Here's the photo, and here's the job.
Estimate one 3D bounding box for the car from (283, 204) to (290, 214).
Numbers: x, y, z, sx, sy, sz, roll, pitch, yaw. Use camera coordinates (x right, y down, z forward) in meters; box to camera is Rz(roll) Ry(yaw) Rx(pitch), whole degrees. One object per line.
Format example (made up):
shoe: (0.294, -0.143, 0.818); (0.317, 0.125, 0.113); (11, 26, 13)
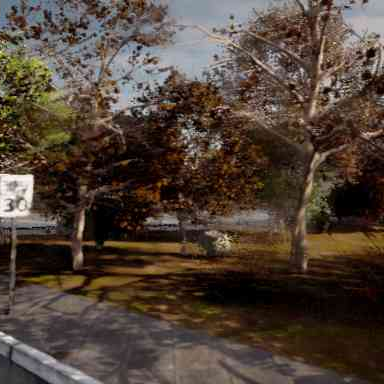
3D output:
car: (11.951, 2.171, 40.845); (4.181, 1.385, 1.994); (2, 3, -43)
